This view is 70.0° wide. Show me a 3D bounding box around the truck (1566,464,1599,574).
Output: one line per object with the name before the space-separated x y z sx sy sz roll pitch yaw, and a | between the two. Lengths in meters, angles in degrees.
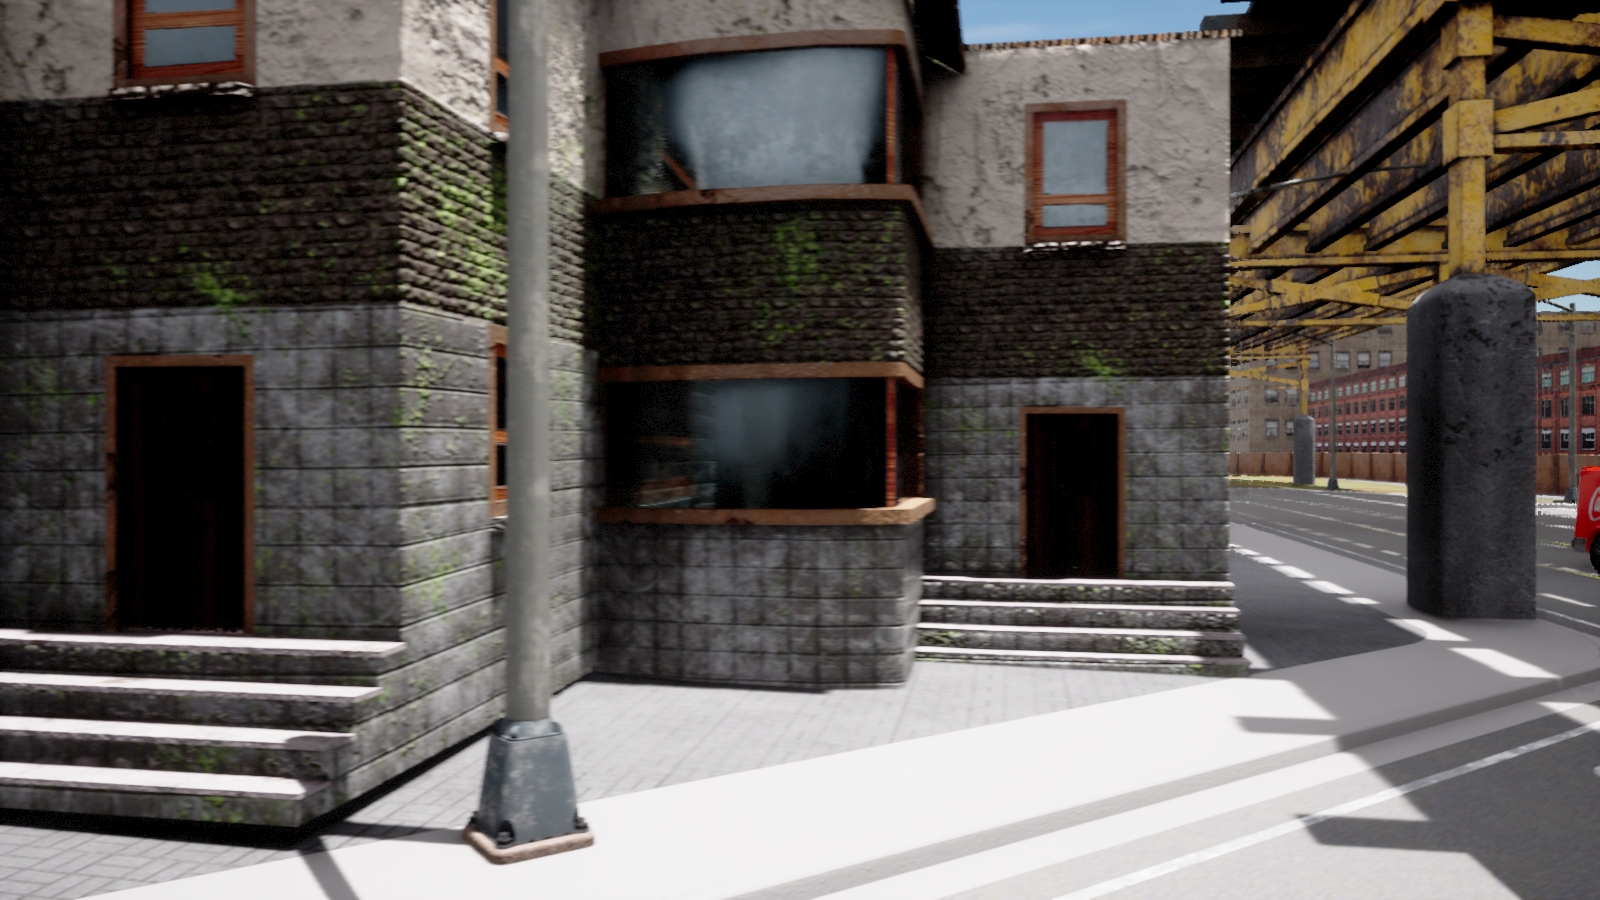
truck | 19.154 1.566 24.550 2.627 2.467 5.204 0 0 10
